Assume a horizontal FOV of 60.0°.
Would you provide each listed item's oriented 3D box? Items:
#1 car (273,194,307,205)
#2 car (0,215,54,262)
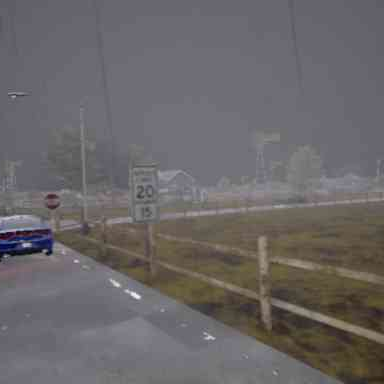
[{"bbox_3d":[13.324,1.003,45.029,5.357,1.411,2.033,-2,0,-34],"label":"car"},{"bbox_3d":[-6.858,1.663,13.297,1.882,1.535,5.008,-3,1,-32],"label":"car"}]
